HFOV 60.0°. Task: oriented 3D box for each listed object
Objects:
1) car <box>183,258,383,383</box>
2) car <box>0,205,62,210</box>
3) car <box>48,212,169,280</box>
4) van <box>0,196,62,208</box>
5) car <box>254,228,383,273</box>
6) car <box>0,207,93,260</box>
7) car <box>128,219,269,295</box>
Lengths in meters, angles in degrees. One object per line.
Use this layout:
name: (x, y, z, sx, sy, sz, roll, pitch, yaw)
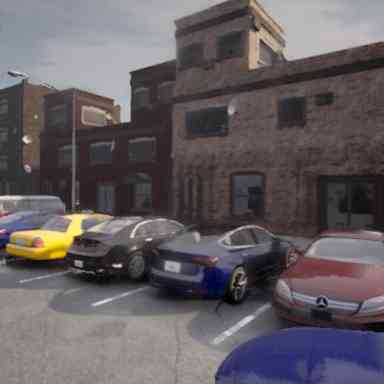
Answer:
car: (2.267, 1.533, 1.761, 4.674, 1.442, 1.812, 1, 0, 36)
car: (-5.773, 1.437, 13.072, 2.002, 1.452, 4.674, 0, 0, 36)
car: (-1.286, 1.433, 9.866, 2.231, 1.521, 4.892, 0, 0, 36)
van: (-7.982, 1.156, 14.507, 1.878, 1.987, 4.442, 0, 0, 36)
car: (3.207, 1.512, 6.670, 2.002, 1.452, 4.674, 0, 0, 36)
car: (-3.418, 1.411, 11.623, 1.946, 1.575, 5.366, 0, 0, 36)
car: (0.979, 1.481, 8.293, 2.163, 1.488, 4.792, 0, 0, 36)
